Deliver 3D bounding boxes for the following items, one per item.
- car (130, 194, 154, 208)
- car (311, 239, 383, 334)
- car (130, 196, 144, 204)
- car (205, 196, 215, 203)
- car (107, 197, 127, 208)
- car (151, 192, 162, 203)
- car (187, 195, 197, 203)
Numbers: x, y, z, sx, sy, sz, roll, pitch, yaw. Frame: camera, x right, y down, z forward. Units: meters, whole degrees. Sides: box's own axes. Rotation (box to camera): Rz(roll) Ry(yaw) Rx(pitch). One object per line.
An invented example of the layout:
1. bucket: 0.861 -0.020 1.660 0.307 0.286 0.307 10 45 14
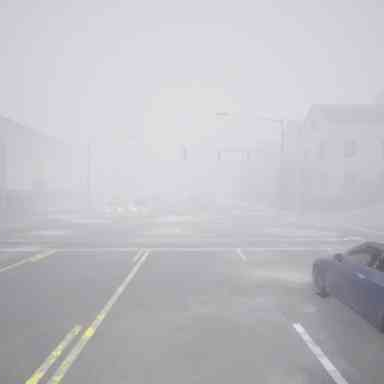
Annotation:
1. car: -7.071 1.413 47.451 1.837 1.490 4.892 0 0 0
2. car: 3.579 1.515 5.600 1.812 1.442 4.674 0 0 0
3. car: -10.511 1.478 63.524 1.895 1.301 4.718 0 0 1
4. car: 3.509 1.476 65.843 1.895 1.301 4.718 0 0 0
5. car: -10.573 1.387 47.186 1.882 1.535 5.008 0 0 0
6. car: -7.013 1.099 63.532 2.150 2.045 5.566 0 0 1
7. car: 0.010 1.365 65.813 2.128 1.511 4.902 0 0 0
